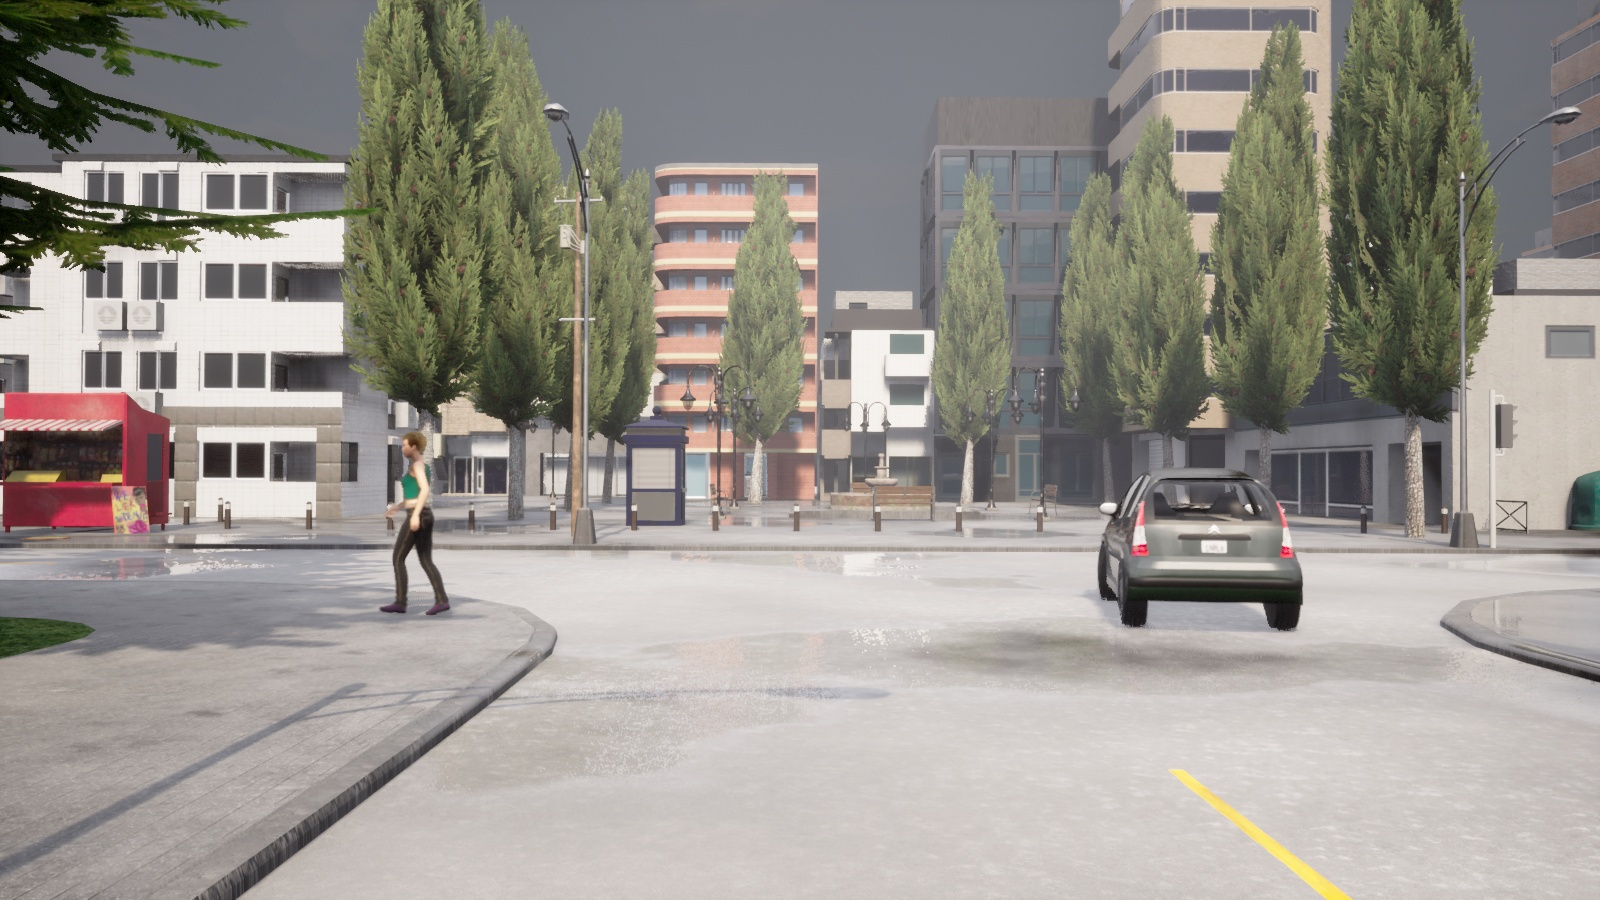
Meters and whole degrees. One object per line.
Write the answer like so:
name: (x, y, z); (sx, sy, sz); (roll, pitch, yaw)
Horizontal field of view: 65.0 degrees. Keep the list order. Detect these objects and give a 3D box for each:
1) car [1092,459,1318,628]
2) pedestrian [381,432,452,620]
car: (4.363, 0.932, 14.126); (1.851, 1.617, 3.988); (0, -1, 10)
pedestrian: (-3.822, 0.749, 12.519); (0.594, 1.836, 0.345); (0, -1, 3)
